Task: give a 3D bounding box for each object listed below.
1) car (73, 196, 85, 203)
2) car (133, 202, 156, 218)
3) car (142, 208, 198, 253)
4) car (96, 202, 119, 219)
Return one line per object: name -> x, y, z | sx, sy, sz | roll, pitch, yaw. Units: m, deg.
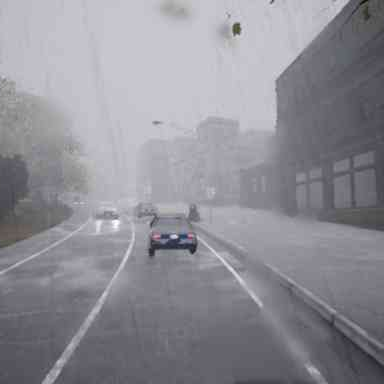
car -> -23.054, 1.444, 67.895 | 1.994, 1.385, 4.181 | 2, 0, -24
car -> -4.420, 1.689, 31.517 | 2.033, 1.411, 5.357 | 1, -1, -16
car -> -0.907, 1.598, 13.958 | 2.033, 1.411, 5.357 | 0, 0, -7
car -> -7.513, 1.589, 29.614 | 1.812, 1.442, 4.674 | 1, 0, -15
